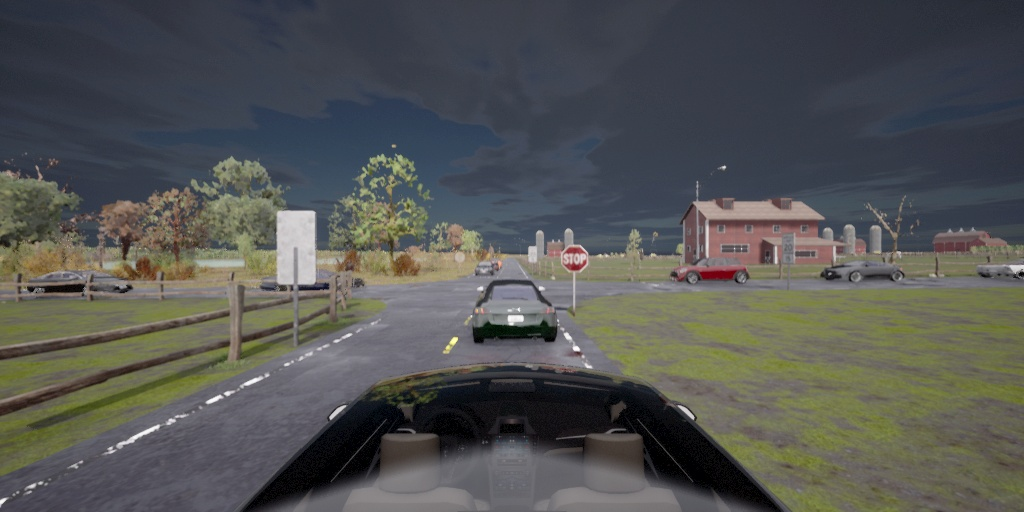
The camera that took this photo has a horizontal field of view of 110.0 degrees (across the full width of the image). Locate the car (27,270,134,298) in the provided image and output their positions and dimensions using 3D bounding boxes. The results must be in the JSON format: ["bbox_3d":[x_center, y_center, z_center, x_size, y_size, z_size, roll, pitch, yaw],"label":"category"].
[{"bbox_3d":[-25.128,1.587,20.988,4.902,1.511,2.128,-1,0,1],"label":"car"}]

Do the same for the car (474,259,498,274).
[{"bbox_3d":[-2.795,1.282,37.895,1.812,1.442,4.674,0,0,0],"label":"car"}]

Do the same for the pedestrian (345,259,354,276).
[{"bbox_3d":[-12.126,1.169,26.772,0.375,1.860,0.375,0,1,1],"label":"pedestrian"}]

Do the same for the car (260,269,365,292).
[{"bbox_3d":[-11.577,1.453,21.019,5.357,1.411,2.033,-1,0,-4],"label":"car"}]

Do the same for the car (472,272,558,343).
[{"bbox_3d":[-0.010,1.315,9.705,1.994,1.385,4.181,0,0,-3],"label":"car"}]

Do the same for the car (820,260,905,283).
[{"bbox_3d":[22.794,0.957,23.430,4.181,1.385,1.994,-1,0,1],"label":"car"}]

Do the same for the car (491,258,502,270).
[{"bbox_3d":[-2.757,1.323,47.538,1.994,1.385,4.181,0,0,2],"label":"car"}]

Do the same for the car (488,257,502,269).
[{"bbox_3d":[-2.721,1.113,57.789,2.097,1.767,4.553,0,0,1],"label":"car"}]

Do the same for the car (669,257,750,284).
[{"bbox_3d":[12.848,0.890,23.575,4.553,1.767,2.097,-1,0,2],"label":"car"}]

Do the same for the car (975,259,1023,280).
[{"bbox_3d":[33.499,0.835,23.328,4.718,1.301,1.895,-1,0,1],"label":"car"}]
